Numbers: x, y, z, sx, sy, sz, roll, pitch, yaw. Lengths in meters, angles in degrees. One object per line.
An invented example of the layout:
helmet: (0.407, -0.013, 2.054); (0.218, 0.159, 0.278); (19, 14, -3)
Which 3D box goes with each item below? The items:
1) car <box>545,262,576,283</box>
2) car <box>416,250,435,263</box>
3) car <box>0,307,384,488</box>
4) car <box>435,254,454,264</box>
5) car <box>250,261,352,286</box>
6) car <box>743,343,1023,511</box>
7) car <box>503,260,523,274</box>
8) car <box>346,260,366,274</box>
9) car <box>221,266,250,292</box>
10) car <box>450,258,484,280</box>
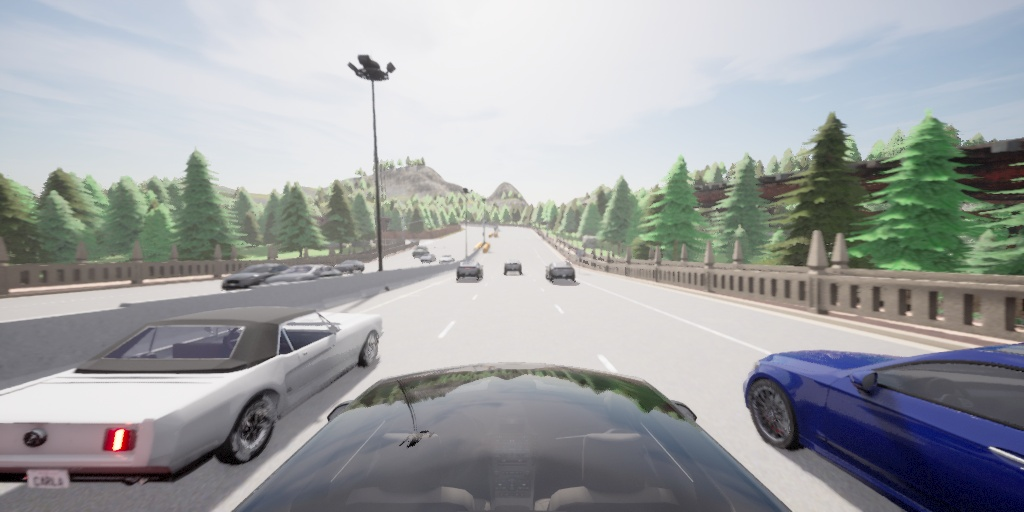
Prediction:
car: (3.605, 1.158, 27.226); (2.128, 1.511, 4.902); (0, 0, 0)
car: (-14.010, 0.293, 60.231); (2.033, 1.411, 5.357); (0, 5, 1)
car: (-3.400, 1.344, 4.855); (1.895, 1.301, 4.718); (0, 0, 0)
car: (-10.541, 0.462, 57.781); (1.812, 1.442, 4.674); (0, 4, 1)
car: (-10.594, 1.190, 18.556); (2.128, 1.511, 4.902); (0, 0, 0)
car: (3.600, 1.276, 2.213); (1.812, 1.442, 4.674); (0, 0, 0)
car: (0.107, 1.119, 38.768); (2.128, 1.511, 4.902); (0, 0, 0)
car: (-17.579, 1.155, 39.142); (1.812, 1.442, 4.674); (0, 0, 0)
car: (-14.093, 1.198, 20.508); (1.837, 1.490, 4.892); (0, 0, 0)
car: (-3.395, 1.151, 29.510); (2.128, 1.511, 4.902); (0, 0, 0)
